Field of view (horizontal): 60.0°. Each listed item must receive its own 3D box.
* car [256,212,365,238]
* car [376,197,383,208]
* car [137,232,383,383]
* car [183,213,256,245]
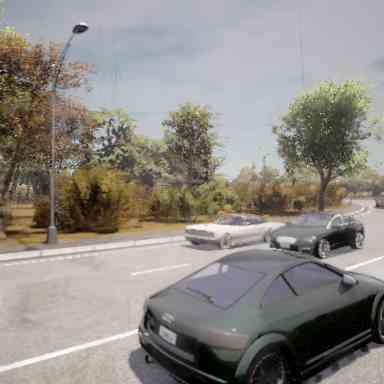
[{"bbox_3d":[4.937,1.529,12.771,4.902,1.511,2.128,0,0,-42],"label":"car"},{"bbox_3d":[28.064,1.453,48.414,2.097,1.767,4.553,0,0,27],"label":"car"},{"bbox_3d":[1.318,1.581,4.968,4.181,1.385,1.994,0,0,-37],"label":"car"},{"bbox_3d":[1.900,1.646,14.706,4.718,1.301,1.895,0,0,-41],"label":"car"}]
